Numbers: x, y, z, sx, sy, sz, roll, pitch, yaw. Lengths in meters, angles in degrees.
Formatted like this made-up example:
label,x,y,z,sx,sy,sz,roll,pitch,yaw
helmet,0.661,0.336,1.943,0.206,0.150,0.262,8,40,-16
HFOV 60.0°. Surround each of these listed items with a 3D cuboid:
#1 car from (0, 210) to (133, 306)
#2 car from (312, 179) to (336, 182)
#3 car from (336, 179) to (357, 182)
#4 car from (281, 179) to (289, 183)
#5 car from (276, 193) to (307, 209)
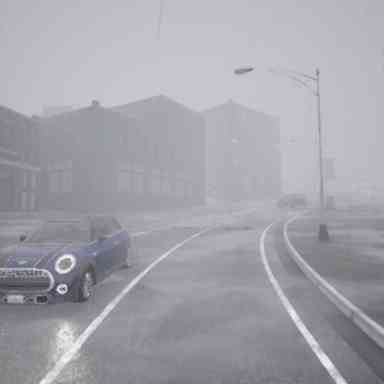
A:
label,x,y,z,sx,sy,sz,roll,pitch,yaw
car,-3.045,1.404,8.391,2.097,1.767,4.553,0,0,6
car,33.797,-2.690,86.642,4.892,1.521,2.231,-1,-5,-1
car,39.317,-2.732,86.701,4.892,1.521,2.231,0,-5,-1
car,22.855,-2.707,86.551,4.553,1.767,2.185,-1,-5,-1
car,13.590,1.206,45.118,2.150,2.045,5.566,-5,-3,44
